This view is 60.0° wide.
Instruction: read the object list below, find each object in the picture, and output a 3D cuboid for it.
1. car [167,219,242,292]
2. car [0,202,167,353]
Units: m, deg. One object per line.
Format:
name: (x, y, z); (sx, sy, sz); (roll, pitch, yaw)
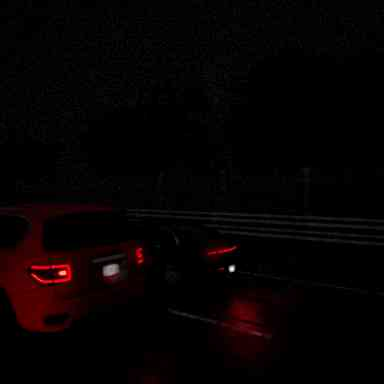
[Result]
car: (-1.045, 1.505, 9.031); (4.892, 1.490, 1.837); (0, 0, 35)
car: (-3.356, 1.222, 6.381); (5.566, 2.045, 2.150); (0, 0, 35)
